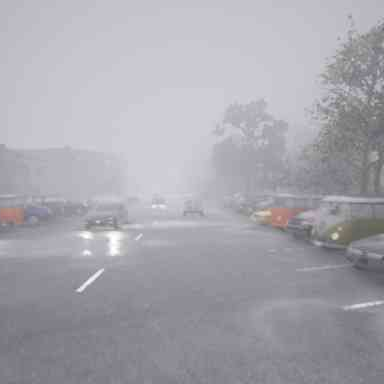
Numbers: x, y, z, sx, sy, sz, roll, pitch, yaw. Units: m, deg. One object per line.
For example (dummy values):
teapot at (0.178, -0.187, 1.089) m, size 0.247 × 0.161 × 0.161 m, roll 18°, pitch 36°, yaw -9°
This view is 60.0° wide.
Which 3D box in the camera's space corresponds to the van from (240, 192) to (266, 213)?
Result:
van at (6.507, 1.096, 26.668) m, size 4.442 × 1.987 × 1.878 m, roll 1°, pitch 0°, yaw -20°

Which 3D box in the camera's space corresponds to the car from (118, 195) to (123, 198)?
car at (-11.418, 1.306, 41.316) m, size 4.674 × 1.452 × 2.002 m, roll -1°, pitch 0°, yaw -20°

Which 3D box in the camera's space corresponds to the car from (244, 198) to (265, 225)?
car at (6.225, 1.342, 20.669) m, size 5.366 × 1.575 × 1.946 m, roll 1°, pitch 1°, yaw -20°

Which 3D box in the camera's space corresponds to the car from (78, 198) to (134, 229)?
car at (-5.084, 1.367, 20.411) m, size 1.837 × 1.490 × 4.892 m, roll 0°, pitch 0°, yaw 0°

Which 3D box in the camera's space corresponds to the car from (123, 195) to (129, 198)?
car at (-11.588, 1.256, 44.181) m, size 5.366 × 1.575 × 1.946 m, roll -1°, pitch 0°, yaw -20°

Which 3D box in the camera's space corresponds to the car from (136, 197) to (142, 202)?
car at (-11.413, 1.217, 55.981) m, size 4.892 × 1.521 × 2.231 m, roll -1°, pitch 0°, yaw -20°

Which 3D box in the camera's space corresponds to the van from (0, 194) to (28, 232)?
van at (-11.526, 1.137, 17.801) m, size 4.442 × 1.987 × 1.878 m, roll -1°, pitch 1°, yaw -20°

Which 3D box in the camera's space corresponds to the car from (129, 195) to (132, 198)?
car at (-11.418, 1.286, 47.185) m, size 4.674 × 1.452 × 2.002 m, roll -1°, pitch 0°, yaw -20°

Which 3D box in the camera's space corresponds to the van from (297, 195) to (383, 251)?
van at (6.294, 1.171, 11.856) m, size 4.442 × 1.987 × 1.878 m, roll 1°, pitch 1°, yaw -20°

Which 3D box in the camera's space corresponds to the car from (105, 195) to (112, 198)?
car at (-11.388, 1.315, 35.460) m, size 4.792 × 1.488 × 2.163 m, roll -1°, pitch 0°, yaw -20°

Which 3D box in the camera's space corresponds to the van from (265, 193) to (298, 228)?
van at (6.510, 1.138, 17.832) m, size 4.442 × 1.987 × 1.878 m, roll 1°, pitch 0°, yaw -20°

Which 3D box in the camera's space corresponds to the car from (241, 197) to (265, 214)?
car at (6.391, 1.333, 23.680) m, size 4.892 × 1.521 × 2.231 m, roll 1°, pitch 0°, yaw -20°

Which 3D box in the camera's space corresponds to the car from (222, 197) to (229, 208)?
car at (6.424, 1.307, 38.414) m, size 4.792 × 1.488 × 2.163 m, roll 1°, pitch 0°, yaw -20°

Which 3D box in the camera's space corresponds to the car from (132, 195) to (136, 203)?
car at (-11.423, 1.237, 50.118) m, size 4.892 × 1.521 × 2.231 m, roll -1°, pitch 0°, yaw -20°

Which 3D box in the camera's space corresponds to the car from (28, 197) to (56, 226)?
car at (-11.409, 1.346, 20.779) m, size 5.008 × 1.535 × 2.097 m, roll -1°, pitch 1°, yaw -20°

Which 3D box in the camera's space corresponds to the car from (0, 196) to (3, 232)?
car at (-11.387, 1.251, 14.919) m, size 4.553 × 1.767 × 2.185 m, roll -1°, pitch 1°, yaw -20°

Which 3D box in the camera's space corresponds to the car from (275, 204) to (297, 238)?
car at (6.394, 1.419, 14.850) m, size 4.674 × 1.452 × 2.002 m, roll 1°, pitch 0°, yaw -20°

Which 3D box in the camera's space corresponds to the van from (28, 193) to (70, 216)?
van at (-11.311, 1.104, 23.756) m, size 4.442 × 1.987 × 1.878 m, roll -1°, pitch 0°, yaw -20°

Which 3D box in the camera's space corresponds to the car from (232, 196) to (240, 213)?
car at (6.425, 1.338, 29.579) m, size 4.792 × 1.488 × 2.163 m, roll 1°, pitch 0°, yaw -20°

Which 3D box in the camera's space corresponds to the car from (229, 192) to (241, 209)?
car at (6.372, 1.171, 32.501) m, size 4.553 × 1.767 × 2.185 m, roll 1°, pitch 0°, yaw -20°

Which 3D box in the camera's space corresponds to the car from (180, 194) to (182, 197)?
car at (-1.015, 1.029, 85.707) m, size 2.435 × 2.045 × 5.566 m, roll 0°, pitch -1°, yaw -7°

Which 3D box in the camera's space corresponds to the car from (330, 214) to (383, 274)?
car at (6.401, 1.458, 8.956) m, size 4.674 × 1.452 × 2.002 m, roll 1°, pitch 1°, yaw -20°

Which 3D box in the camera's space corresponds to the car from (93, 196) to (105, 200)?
car at (-11.422, 1.298, 32.513) m, size 4.892 × 1.521 × 2.231 m, roll -1°, pitch 0°, yaw -20°

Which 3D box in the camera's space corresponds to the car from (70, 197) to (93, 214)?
car at (-11.448, 1.182, 29.573) m, size 4.553 × 1.767 × 2.185 m, roll -1°, pitch 0°, yaw -20°

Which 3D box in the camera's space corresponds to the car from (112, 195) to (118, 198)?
car at (-11.426, 1.277, 38.386) m, size 4.892 × 1.521 × 2.231 m, roll -1°, pitch 0°, yaw -20°

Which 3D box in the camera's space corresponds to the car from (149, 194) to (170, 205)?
car at (-5.002, 1.310, 51.158) m, size 1.994 × 1.385 × 4.181 m, roll 0°, pitch 0°, yaw 0°

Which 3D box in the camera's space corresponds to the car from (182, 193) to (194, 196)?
car at (0.062, 1.259, 45.410) m, size 2.128 × 1.511 × 4.902 m, roll 0°, pitch 0°, yaw 0°

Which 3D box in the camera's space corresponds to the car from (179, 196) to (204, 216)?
car at (0.103, 1.369, 29.662) m, size 2.033 × 1.411 × 5.357 m, roll 0°, pitch 0°, yaw 0°
